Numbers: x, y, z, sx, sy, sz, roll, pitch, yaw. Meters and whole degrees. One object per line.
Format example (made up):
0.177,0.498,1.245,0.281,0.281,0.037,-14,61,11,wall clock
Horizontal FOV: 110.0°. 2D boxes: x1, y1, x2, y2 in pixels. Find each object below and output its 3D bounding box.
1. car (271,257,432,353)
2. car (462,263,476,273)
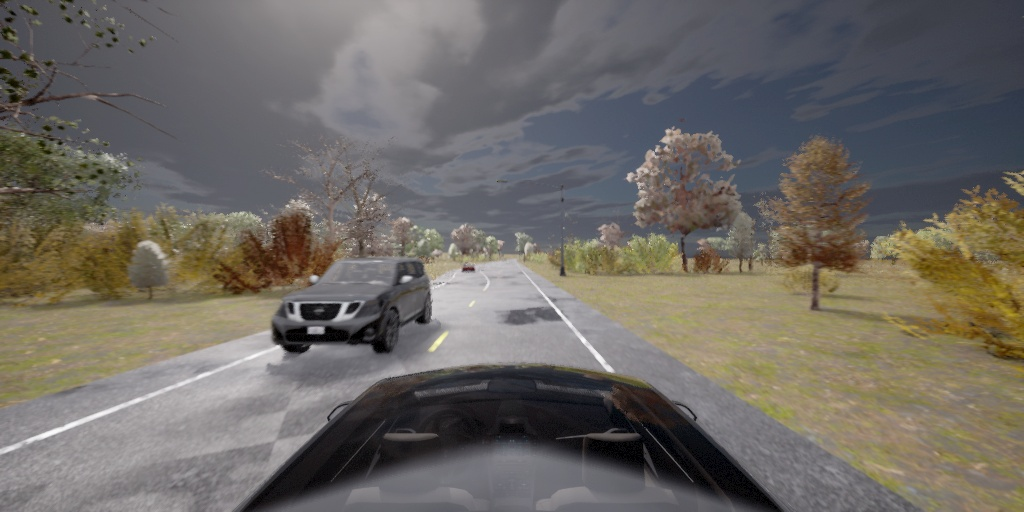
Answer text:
-3.606,1.031,9.358,2.150,2.045,5.566,0,0,0,car
-6.156,1.696,51.214,1.895,1.301,4.718,0,0,-6,car
